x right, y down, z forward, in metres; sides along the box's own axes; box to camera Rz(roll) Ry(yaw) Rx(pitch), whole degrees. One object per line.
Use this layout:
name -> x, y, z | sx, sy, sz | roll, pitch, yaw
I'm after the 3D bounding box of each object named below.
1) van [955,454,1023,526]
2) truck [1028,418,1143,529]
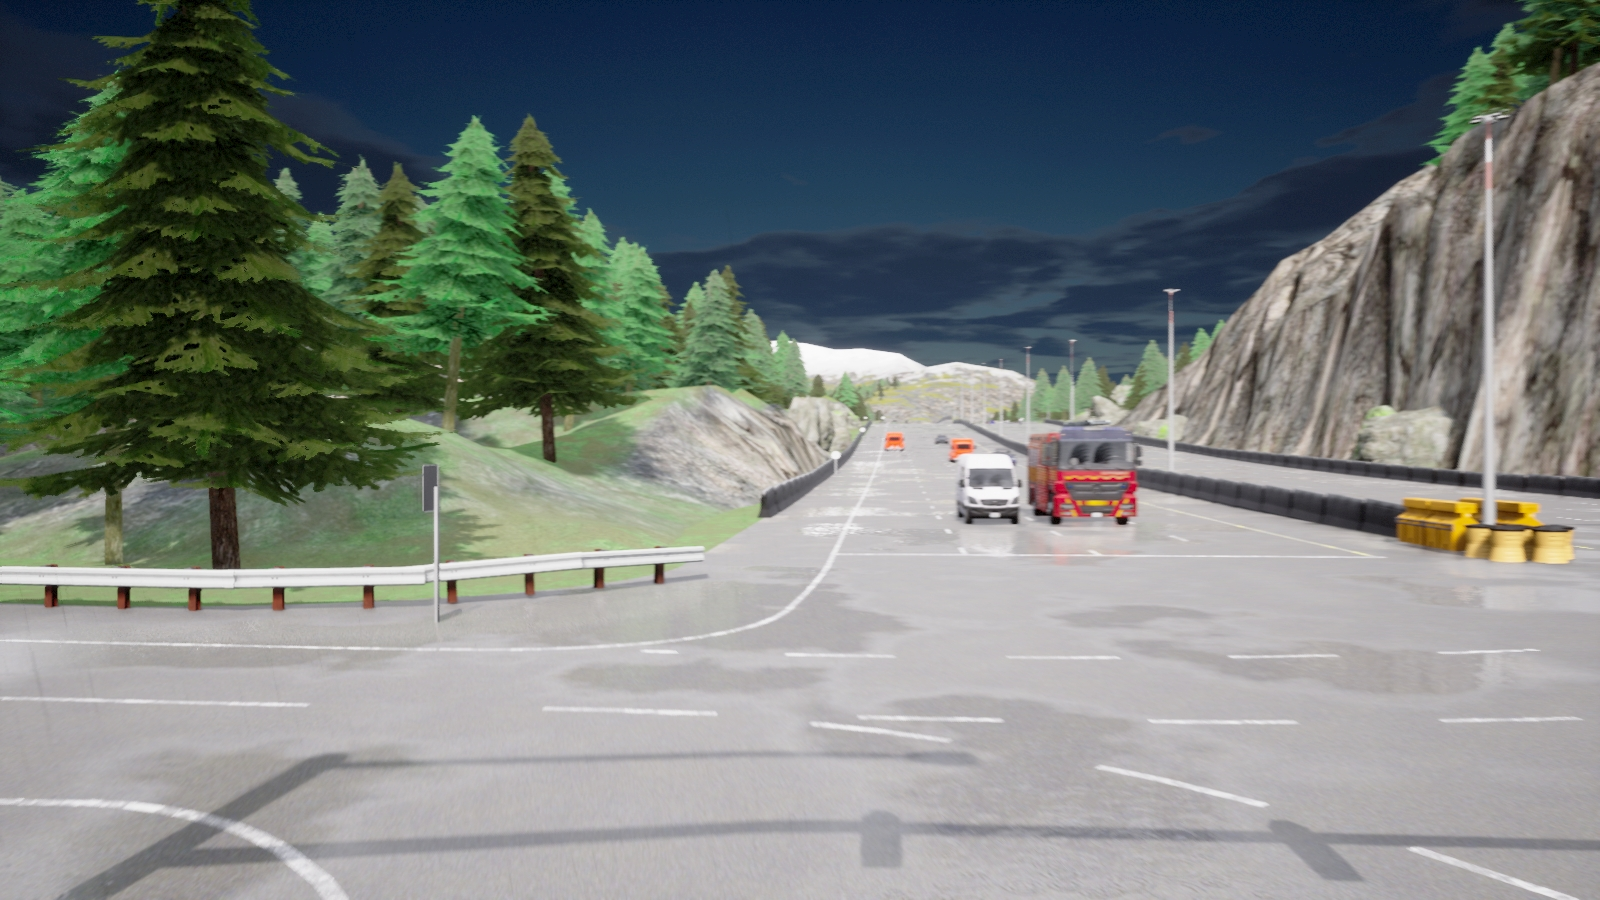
van -> 7.197, 1.453, 44.031 | 1.988, 2.561, 5.915 | 0, 0, 4
truck -> 10.688, 0.803, 43.667 | 2.891, 3.827, 8.468 | 0, 0, 5
